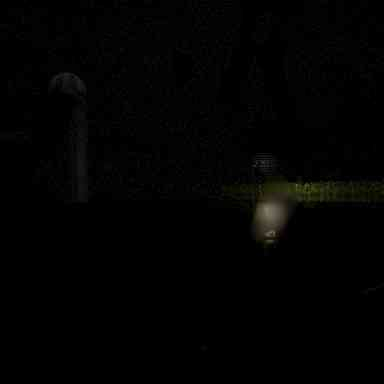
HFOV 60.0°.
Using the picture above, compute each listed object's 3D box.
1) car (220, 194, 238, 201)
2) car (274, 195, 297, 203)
[{"bbox_3d":[8.441,1.233,76.546,1.837,1.490,4.892,-1,1,-36],"label":"car"},{"bbox_3d":[17.808,1.375,63.774,1.812,1.442,4.674,-1,1,-36],"label":"car"}]
